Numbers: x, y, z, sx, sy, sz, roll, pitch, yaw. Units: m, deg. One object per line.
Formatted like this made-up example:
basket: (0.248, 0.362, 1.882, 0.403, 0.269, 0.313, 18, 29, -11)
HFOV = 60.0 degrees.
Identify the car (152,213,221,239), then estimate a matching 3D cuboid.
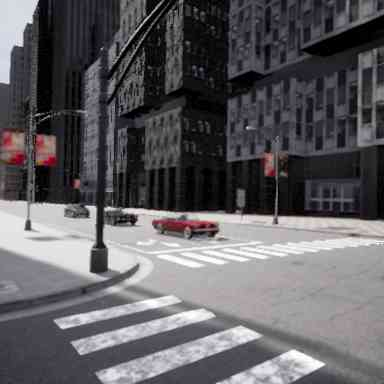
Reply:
car: (-0.432, 1.936, 19.601, 1.895, 1.301, 4.718, 2, -2, -36)

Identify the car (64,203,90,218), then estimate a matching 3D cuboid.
car: (-12.806, 2.058, 36.966, 1.837, 1.490, 4.892, 2, -1, -36)

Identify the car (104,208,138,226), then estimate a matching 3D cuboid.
car: (-6.303, 2.050, 27.822, 1.895, 1.301, 4.718, 2, -2, -35)
